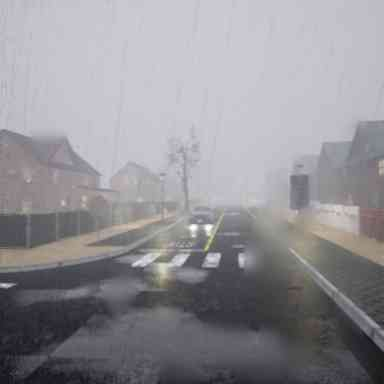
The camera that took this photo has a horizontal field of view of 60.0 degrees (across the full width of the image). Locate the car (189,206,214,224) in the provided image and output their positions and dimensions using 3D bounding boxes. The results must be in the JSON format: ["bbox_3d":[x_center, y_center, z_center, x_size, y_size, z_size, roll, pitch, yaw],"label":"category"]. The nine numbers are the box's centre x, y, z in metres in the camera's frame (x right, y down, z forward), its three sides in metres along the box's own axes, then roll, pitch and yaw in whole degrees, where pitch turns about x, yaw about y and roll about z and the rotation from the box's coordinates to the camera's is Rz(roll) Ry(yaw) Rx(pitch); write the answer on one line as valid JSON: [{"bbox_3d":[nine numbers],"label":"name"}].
[{"bbox_3d":[0.939,1.888,28.685,2.033,1.411,5.357,-1,-1,7],"label":"car"}]
